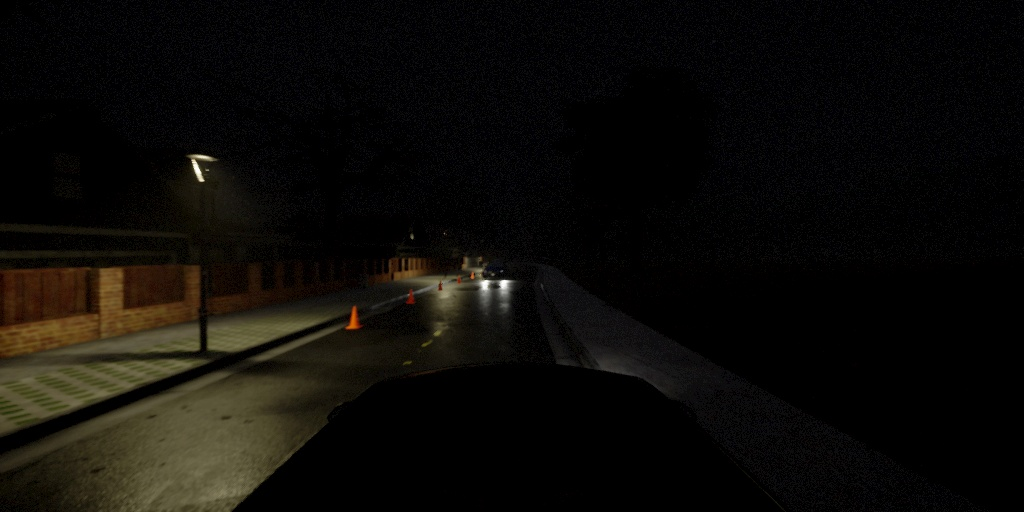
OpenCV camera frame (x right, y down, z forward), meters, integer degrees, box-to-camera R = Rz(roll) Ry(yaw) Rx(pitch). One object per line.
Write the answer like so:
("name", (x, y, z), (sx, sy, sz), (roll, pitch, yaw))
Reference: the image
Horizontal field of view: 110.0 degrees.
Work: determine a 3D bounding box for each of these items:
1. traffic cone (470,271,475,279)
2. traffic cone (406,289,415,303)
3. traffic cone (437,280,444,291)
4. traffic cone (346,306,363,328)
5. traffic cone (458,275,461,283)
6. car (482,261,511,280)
("traffic cone", (-3.294, 1.593, 30.072), (0.340, 0.580, 0.340), (0, 0, 5))
("traffic cone", (-4.214, 1.657, 14.980), (0.340, 0.580, 0.340), (0, 0, 2))
("traffic cone", (-3.989, 1.636, 20.016), (0.340, 0.580, 0.340), (0, 0, 3))
("traffic cone", (-4.358, 1.679, 9.942), (0.340, 0.580, 0.340), (0, 0, 1))
("traffic cone", (-3.682, 1.614, 25.047), (0.340, 0.580, 0.340), (0, 0, 4))
("car", (-1.292, 1.162, 30.058), (1.812, 1.442, 4.674), (0, 0, 5))
